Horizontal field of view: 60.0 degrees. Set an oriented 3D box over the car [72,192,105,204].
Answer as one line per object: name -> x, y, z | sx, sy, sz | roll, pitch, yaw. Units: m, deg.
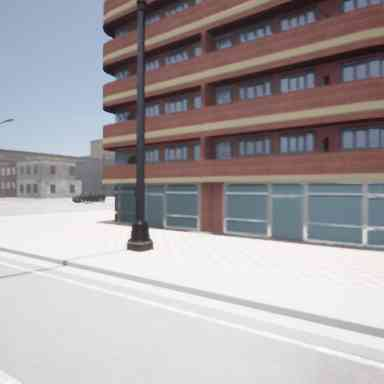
car -> -15.160, 0.845, 48.766 | 1.882, 1.535, 5.008 | 0, 1, 37
